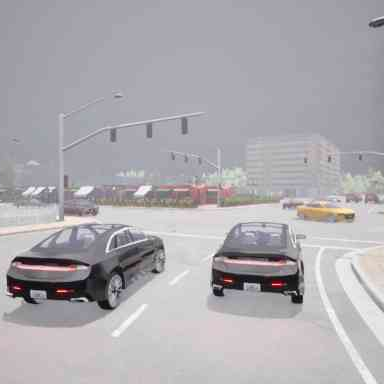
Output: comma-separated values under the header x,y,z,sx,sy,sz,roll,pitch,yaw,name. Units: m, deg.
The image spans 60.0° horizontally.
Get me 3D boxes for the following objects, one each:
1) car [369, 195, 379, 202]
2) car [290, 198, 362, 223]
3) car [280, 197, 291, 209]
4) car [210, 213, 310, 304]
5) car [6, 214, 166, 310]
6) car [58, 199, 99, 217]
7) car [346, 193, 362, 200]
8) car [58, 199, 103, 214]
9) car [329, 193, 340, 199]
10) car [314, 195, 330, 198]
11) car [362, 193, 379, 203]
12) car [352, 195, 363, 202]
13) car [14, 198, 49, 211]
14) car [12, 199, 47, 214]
x,y,z,sx,sy,sz,roll,pitch,yaw,name
42.319,1.524,77.306,1.812,1.442,4.674,0,0,32,car
10.321,1.518,25.993,1.882,1.535,5.008,-1,0,-22,car
13.237,1.601,43.451,1.895,1.301,4.718,0,0,31,car
1.764,1.492,8.294,2.128,1.511,4.902,0,0,16,car
-2.053,1.492,7.909,2.128,1.511,4.902,0,0,12,car
-11.065,1.619,32.404,4.181,1.385,1.994,0,0,32,car
33.993,1.225,70.429,2.150,2.045,5.566,0,0,32,car
-12.635,1.547,37.527,4.902,1.511,2.128,0,0,32,car
30.210,1.225,70.956,2.150,2.045,5.566,0,0,32,car
21.963,1.547,57.636,2.033,1.411,5.357,0,0,32,car
36.783,1.225,68.284,2.150,2.045,5.566,0,0,32,car
39.554,1.540,79.492,2.033,1.411,5.357,0,0,32,car
-20.445,1.581,42.404,4.674,1.442,1.812,0,0,32,car
-18.187,1.619,36.866,4.181,1.385,1.994,0,0,32,car
